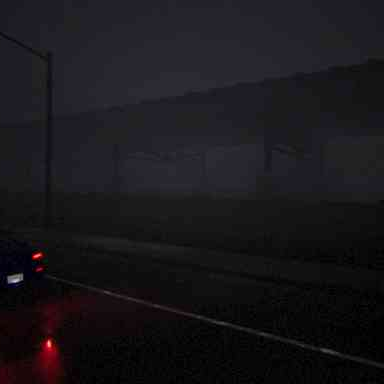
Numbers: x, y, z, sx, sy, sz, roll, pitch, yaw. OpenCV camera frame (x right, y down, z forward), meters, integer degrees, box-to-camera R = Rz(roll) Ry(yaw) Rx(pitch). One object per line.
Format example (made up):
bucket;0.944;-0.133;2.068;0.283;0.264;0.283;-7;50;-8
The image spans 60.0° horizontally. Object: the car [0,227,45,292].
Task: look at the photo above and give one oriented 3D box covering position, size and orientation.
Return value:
car;-5.271;1.501;7.752;4.674;1.442;1.812;0;0;36
